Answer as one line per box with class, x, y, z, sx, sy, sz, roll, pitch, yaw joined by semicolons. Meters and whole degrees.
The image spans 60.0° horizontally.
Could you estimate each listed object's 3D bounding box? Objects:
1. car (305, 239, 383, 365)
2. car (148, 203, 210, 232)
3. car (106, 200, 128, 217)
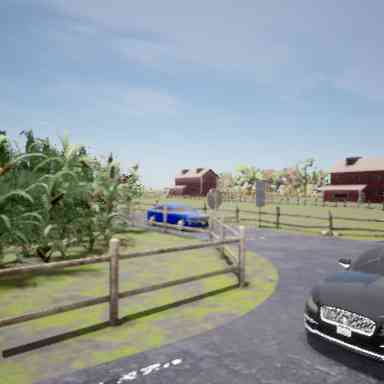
car;3.973;1.587;5.776;4.892;1.490;1.837;0;0;-35
car;-0.869;1.447;20.472;1.882;1.535;5.008;1;0;-37
car;-7.208;1.345;28.609;2.128;1.511;4.902;1;0;-39
